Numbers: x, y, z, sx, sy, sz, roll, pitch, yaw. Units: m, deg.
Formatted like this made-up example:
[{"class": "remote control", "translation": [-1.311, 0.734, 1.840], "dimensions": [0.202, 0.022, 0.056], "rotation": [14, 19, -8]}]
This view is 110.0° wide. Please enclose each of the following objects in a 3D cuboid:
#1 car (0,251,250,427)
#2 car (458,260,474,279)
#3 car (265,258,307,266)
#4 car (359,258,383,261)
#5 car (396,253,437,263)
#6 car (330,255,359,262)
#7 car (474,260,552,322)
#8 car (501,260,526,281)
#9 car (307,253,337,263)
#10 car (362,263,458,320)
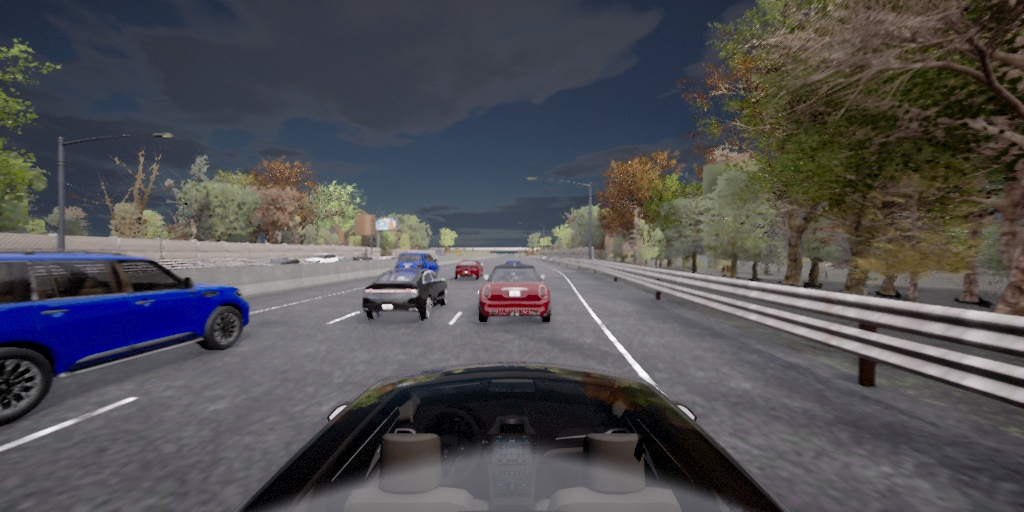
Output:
[{"class": "car", "translation": [-6.937, 0.944, 5.661], "dimensions": [2.150, 2.045, 5.566], "rotation": [0, 1, -1]}, {"class": "car", "translation": [-3.408, 1.028, 29.143], "dimensions": [1.882, 1.535, 5.008], "rotation": [0, 0, 0]}, {"class": "car", "translation": [-28.041, 0.942, 44.062], "dimensions": [2.128, 1.511, 4.902], "rotation": [0, 1, 0]}, {"class": "car", "translation": [-17.572, 1.003, 46.246], "dimensions": [1.994, 1.385, 4.181], "rotation": [0, 0, 0]}, {"class": "car", "translation": [-6.912, 0.789, 26.554], "dimensions": [2.150, 2.045, 5.566], "rotation": [0, 0, 0]}, {"class": "car", "translation": [-21.068, 0.944, 46.355], "dimensions": [1.837, 1.490, 4.892], "rotation": [0, 0, 0]}, {"class": "car", "translation": [0.084, 1.026, 11.996], "dimensions": [2.097, 1.767, 4.553], "rotation": [0, 1, 0]}, {"class": "car", "translation": [0.091, 1.080, 28.544], "dimensions": [1.812, 1.442, 4.674], "rotation": [0, 0, 0]}, {"class": "car", "translation": [-24.564, 0.660, 46.468], "dimensions": [2.150, 2.045, 5.566], "rotation": [0, 0, 0]}, {"class": "car", "translation": [-3.414, 1.163, 12.274], "dimensions": [2.128, 1.511, 4.902], "rotation": [0, 0, 0]}]
